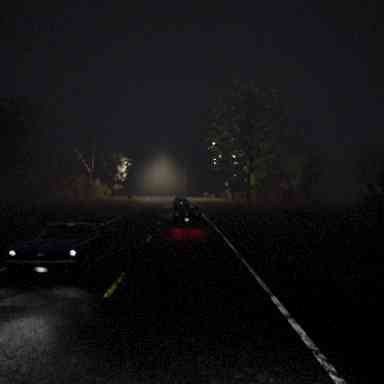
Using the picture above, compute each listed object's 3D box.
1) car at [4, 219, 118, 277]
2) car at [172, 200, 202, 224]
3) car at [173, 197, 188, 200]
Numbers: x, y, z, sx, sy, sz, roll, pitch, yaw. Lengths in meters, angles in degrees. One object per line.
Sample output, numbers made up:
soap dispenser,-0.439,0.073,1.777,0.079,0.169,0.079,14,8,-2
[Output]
car,-3.637,1.539,10.149,1.895,1.301,4.718,0,0,-1
car,-0.410,1.445,23.223,1.895,1.301,4.718,0,0,-2
car,-1.400,1.275,41.486,1.994,1.385,4.181,0,0,-4
